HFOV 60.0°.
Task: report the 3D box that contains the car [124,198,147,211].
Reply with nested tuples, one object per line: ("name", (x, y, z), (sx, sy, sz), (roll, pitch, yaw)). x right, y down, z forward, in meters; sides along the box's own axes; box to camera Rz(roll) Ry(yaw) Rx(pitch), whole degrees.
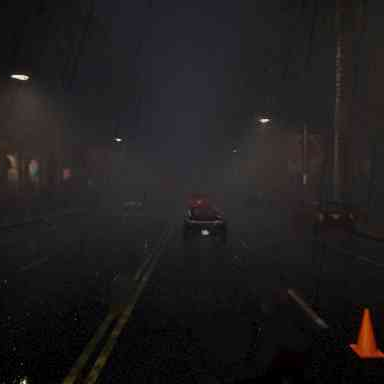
("car", (-6.325, 1.401, 37.793), (1.895, 1.301, 4.718), (0, 0, 1))

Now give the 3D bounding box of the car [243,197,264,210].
("car", (7.412, 1.307, 40.290), (2.161, 1.482, 4.786), (0, 0, 0))

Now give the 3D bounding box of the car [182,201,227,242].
("car", (0.551, 1.409, 15.776), (2.128, 1.511, 4.902), (0, 0, 0))

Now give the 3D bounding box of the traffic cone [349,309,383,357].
("traffic cone", (2.440, 1.932, 4.652), (0.340, 0.580, 0.340), (0, 0, 0))

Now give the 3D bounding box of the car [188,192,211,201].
("car", (0.741, 1.042, 34.315), (2.150, 2.045, 5.566), (0, 0, 1))

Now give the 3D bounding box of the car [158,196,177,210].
("car", (-2.799, 1.282, 38.820), (1.882, 1.535, 5.008), (0, 0, 1))

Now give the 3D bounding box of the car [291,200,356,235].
("car", (7.056, 1.262, 18.361), (2.185, 1.767, 4.553), (0, 0, 0))
